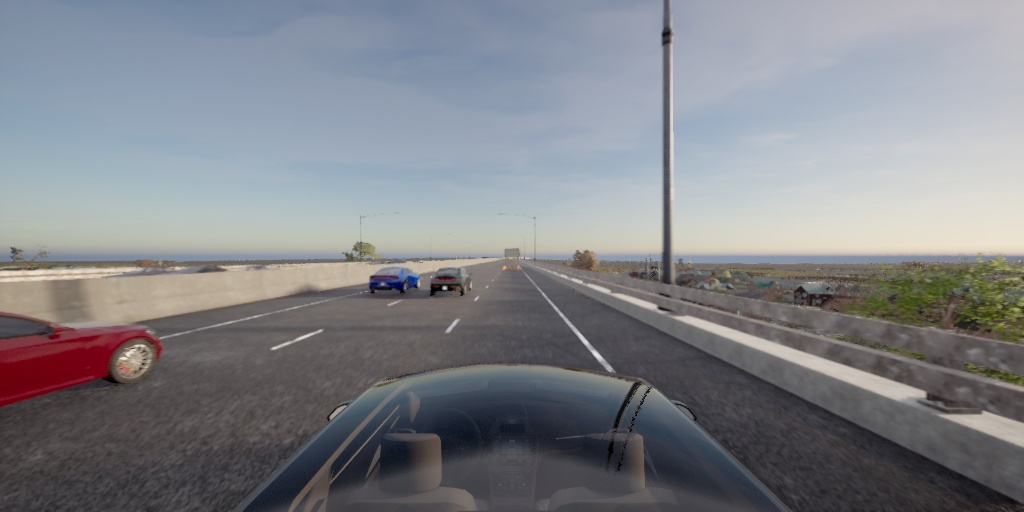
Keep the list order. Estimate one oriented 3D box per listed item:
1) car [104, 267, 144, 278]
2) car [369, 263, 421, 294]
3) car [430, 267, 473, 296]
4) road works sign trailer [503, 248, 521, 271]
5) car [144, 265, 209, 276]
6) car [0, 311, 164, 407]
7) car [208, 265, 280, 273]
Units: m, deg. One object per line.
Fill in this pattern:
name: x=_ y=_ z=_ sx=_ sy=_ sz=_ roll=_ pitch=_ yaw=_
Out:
car: x=-24.589 y=1.456 z=24.513 sx=2.033 sy=1.411 sz=5.357 roll=0 pitch=0 yaw=0
car: x=-6.903 y=1.366 z=21.607 sx=1.882 sy=1.535 sz=5.008 roll=0 pitch=0 yaw=0
car: x=-3.403 y=1.386 z=20.585 sx=1.837 sy=1.490 sz=4.892 roll=0 pitch=0 yaw=0
road works sign trailer: x=-0.005 y=0.569 z=55.680 sx=2.380 sy=3.560 sz=2.880 roll=0 pitch=0 yaw=0
car: x=-21.091 y=1.383 z=24.118 sx=1.882 sy=1.535 sz=5.008 roll=0 pitch=0 yaw=0
car: x=-6.901 y=1.293 z=4.170 sx=1.812 sy=1.442 sz=4.674 roll=0 pitch=0 yaw=0
car: x=-17.590 y=1.400 z=24.659 sx=2.128 sy=1.511 sz=4.902 roll=0 pitch=0 yaw=0
